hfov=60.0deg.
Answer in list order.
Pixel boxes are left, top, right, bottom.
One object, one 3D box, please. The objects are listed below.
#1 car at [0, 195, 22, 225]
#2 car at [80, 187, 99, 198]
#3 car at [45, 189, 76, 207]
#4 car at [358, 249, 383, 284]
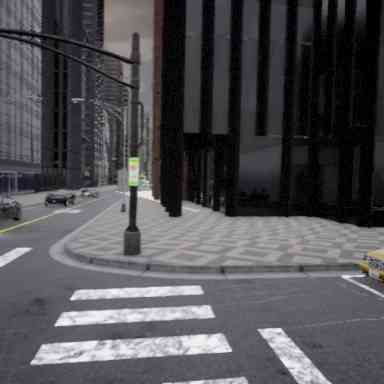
[{"bbox_3d":[-10.177,0.894,16.939,1.812,1.442,4.674,1,1,-9],"label":"car"},{"bbox_3d":[-14.162,0.084,46.186,2.128,1.511,4.902,1,1,-7],"label":"car"},{"bbox_3d":[-12.097,0.475,30.857,1.882,1.535,5.008,1,1,-8],"label":"car"},{"bbox_3d":[6.020,1.360,6.949,4.829,1.417,1.752,1,2,-8],"label":"car"}]
